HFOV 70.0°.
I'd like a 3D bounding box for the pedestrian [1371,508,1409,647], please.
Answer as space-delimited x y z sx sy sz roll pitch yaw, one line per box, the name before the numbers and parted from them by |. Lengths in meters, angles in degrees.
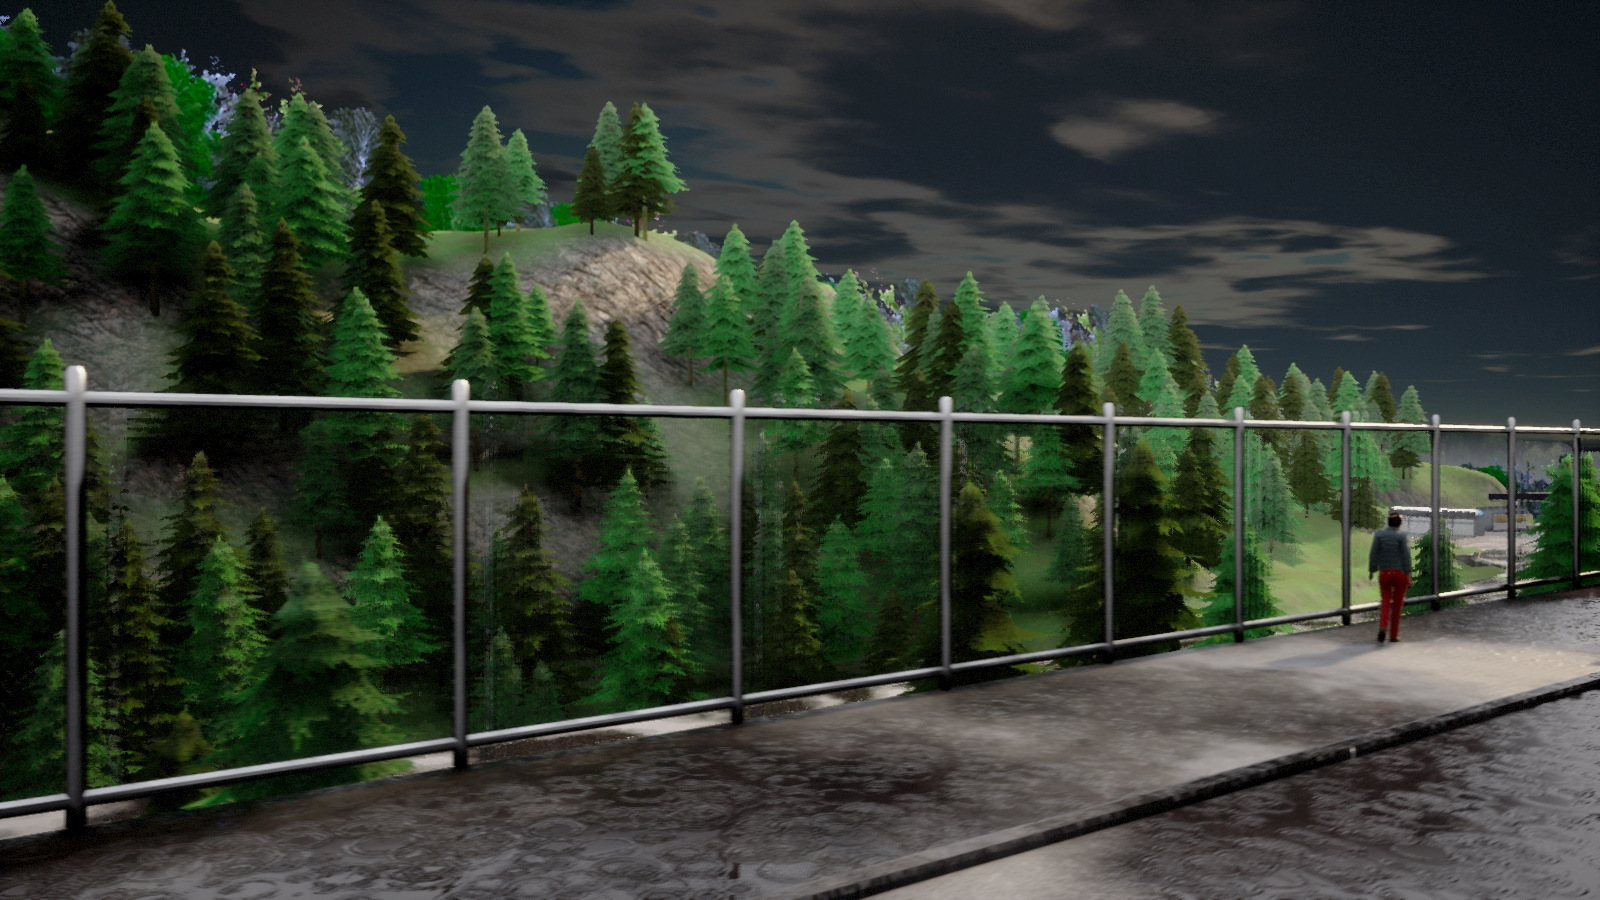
pedestrian | 8.159 1.745 15.802 0.375 1.860 0.375 0 0 43
